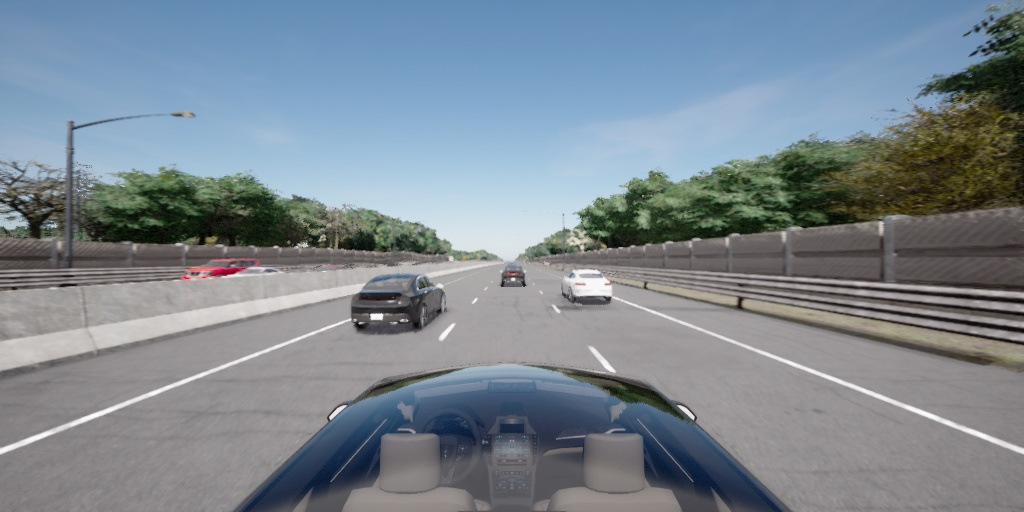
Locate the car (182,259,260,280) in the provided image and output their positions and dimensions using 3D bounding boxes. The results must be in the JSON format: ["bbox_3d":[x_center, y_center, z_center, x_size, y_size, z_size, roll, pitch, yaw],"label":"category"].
[{"bbox_3d":[-21.027,1.204,26.467,2.150,2.045,5.566,0,-1,0],"label":"car"}]

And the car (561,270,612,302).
[{"bbox_3d":[3.594,1.403,17.684,1.812,1.442,4.674,0,-1,0],"label":"car"}]

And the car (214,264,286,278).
[{"bbox_3d":[-17.547,1.484,24.757,1.812,1.442,4.674,0,-1,1],"label":"car"}]

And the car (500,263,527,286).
[{"bbox_3d":[0.091,1.503,28.505,1.837,1.490,4.892,0,-1,0],"label":"car"}]

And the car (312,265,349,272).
[{"bbox_3d":[-14.017,1.469,27.625,1.882,1.535,5.008,0,-1,0],"label":"car"}]

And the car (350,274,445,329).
[{"bbox_3d":[-3.403,1.305,11.449,1.837,1.490,4.892,0,-1,0],"label":"car"}]
